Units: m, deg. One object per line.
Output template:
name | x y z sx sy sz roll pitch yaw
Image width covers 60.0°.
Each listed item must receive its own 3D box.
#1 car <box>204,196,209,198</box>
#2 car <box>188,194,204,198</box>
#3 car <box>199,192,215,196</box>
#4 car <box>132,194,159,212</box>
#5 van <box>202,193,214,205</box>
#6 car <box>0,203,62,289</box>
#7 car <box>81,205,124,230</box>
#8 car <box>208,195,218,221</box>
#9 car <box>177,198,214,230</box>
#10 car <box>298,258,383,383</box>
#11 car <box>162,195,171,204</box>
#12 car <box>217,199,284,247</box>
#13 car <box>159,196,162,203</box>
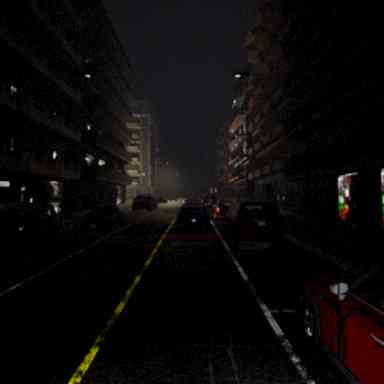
car | 2.541 1.422 36.737 1.802 1.307 4.206 1 0 0
car | 0.094 1.313 38.442 1.882 1.535 5.008 0 0 0
car | 2.545 1.124 47.799 2.192 1.841 5.009 1 0 0
car | -5.299 1.155 36.789 2.192 1.841 5.009 1 0 0
van | 2.543 1.138 53.330 1.690 1.788 3.998 1 0 0
car | -5.293 1.268 9.137 2.192 1.841 5.009 1 0 0
car | -5.301 1.468 20.201 1.947 1.339 4.313 1 0 0
car | 2.546 1.320 25.674 1.967 1.590 4.097 1 0 0
car | 0.096 1.379 20.243 1.882 1.535 5.008 0 0 0
car | 2.593 1.421 3.549 1.967 1.590 4.097 1 0 0
car | -5.310 1.367 58.916 1.802 1.307 4.206 1 0 0
car | 2.552 1.242 14.610 2.192 1.841 5.009 1 0 0
car | -5.306 1.369 42.322 1.887 1.381 4.507 1 0 0
